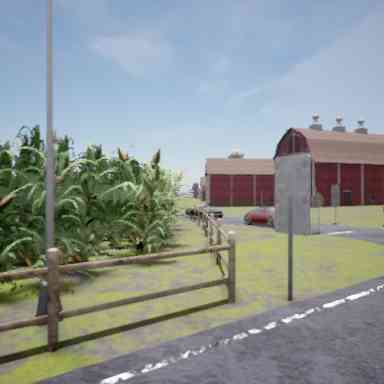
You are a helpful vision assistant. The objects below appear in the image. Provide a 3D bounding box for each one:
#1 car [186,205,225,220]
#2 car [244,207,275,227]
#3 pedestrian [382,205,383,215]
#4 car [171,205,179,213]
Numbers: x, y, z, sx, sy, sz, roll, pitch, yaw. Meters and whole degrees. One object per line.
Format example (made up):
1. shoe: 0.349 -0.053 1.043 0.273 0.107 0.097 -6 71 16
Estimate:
1. car: 1.220 1.975 32.500 1.895 1.301 4.718 0 -1 -27
2. car: 5.695 1.788 24.486 1.994 1.385 4.181 0 -1 -29
3. pedestrian: 13.448 1.461 22.929 0.375 1.860 0.375 -1 0 -32
4. car: -3.098 2.097 41.257 1.994 1.385 4.181 0 -1 -25
